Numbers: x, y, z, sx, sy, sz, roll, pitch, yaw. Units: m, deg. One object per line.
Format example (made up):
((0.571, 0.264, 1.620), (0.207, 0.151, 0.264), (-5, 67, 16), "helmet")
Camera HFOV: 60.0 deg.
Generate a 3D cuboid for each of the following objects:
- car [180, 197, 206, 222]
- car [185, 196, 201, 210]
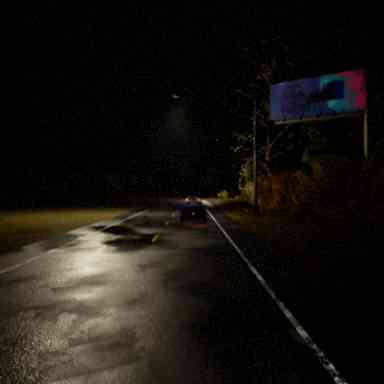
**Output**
((0.113, 1.399, 25.961), (1.882, 1.535, 5.008), (0, 0, 0), "car")
((0.124, 1.349, 42.269), (1.882, 1.535, 5.008), (0, 0, 0), "car")
